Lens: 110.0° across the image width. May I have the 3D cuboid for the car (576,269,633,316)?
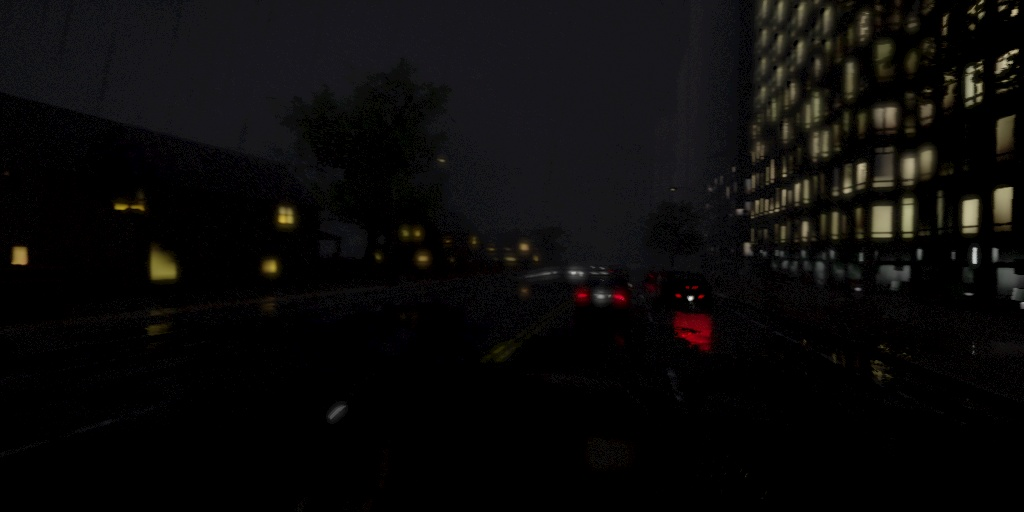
[{"bbox_3d":[3.731,1.425,14.265,2.033,1.411,5.357,1,0,19],"label":"car"}]

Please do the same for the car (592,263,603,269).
[{"bbox_3d":[13.672,1.818,55.684,1.837,1.490,4.892,1,-1,18],"label":"car"}]

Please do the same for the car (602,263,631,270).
[{"bbox_3d":[9.532,1.569,32.011,2.128,1.511,4.902,1,0,18],"label":"car"}]

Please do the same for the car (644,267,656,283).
[{"bbox_3d":[12.919,1.654,31.899,1.812,1.442,4.674,1,0,18],"label":"car"}]

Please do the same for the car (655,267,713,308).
[{"bbox_3d":[8.014,1.464,16.837,1.837,1.490,4.892,1,0,18],"label":"car"}]

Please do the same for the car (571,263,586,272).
[{"bbox_3d":[10.526,1.833,56.512,1.994,1.385,4.181,1,-1,18],"label":"car"}]
